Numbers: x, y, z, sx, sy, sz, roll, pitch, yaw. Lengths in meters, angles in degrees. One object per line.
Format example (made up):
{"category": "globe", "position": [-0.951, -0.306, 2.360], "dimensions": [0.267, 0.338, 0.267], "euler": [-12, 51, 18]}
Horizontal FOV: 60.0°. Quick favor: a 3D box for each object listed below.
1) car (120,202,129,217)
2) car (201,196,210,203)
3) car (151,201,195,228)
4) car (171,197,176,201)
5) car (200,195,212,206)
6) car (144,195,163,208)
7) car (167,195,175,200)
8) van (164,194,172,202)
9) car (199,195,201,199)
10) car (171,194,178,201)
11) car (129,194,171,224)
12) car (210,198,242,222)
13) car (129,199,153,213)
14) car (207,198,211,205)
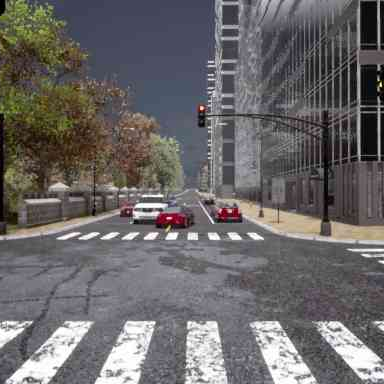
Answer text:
{"category": "car", "position": [-5.622, 1.547, 31.693], "dimensions": [1.887, 1.381, 4.507], "euler": [0, 0, 0]}
{"category": "car", "position": [2.845, 1.506, 71.619], "dimensions": [1.752, 1.417, 4.829], "euler": [0, 0, 0]}
{"category": "car", "position": [-1.022, 1.565, 22.202], "dimensions": [1.994, 1.385, 4.181], "euler": [0, 0, 10]}
{"category": "car", "position": [-3.023, 1.528, 35.631], "dimensions": [1.812, 1.442, 4.674], "euler": [0, 0, 0]}
{"category": "car", "position": [2.807, 1.564, 54.402], "dimensions": [1.947, 1.339, 4.313], "euler": [0, 0, 0]}
{"category": "car", "position": [-5.585, 1.316, 48.742], "dimensions": [2.192, 1.841, 5.009], "euler": [0, 0, 0]}
{"category": "car", "position": [-5.500, 1.531, 88.525], "dimensions": [1.802, 1.307, 4.206], "euler": [0, 0, 0]}
{"category": "van", "position": [-5.523, 1.313, 77.158], "dimensions": [1.690, 1.788, 3.998], "euler": [0, 0, 0]}
{"category": "car", "position": [2.820, 1.434, 60.083], "dimensions": [1.967, 1.590, 4.097], "euler": [0, 0, 0]}
{"category": "car", "position": [-2.992, 1.354, 45.841], "dimensions": [2.097, 1.767, 4.553], "euler": [0, 0, 0]}
{"category": "car", "position": [-3.049, 1.223, 25.477], "dimensions": [2.150, 2.045, 5.566], "euler": [0, 0, 0]}
{"category": "car", "position": [2.747, 1.442, 25.997], "dimensions": [1.967, 1.590, 4.097], "euler": [0, 0, 0]}
{"category": "car", "position": [-5.610, 1.553, 37.376], "dimensions": [2.008, 1.369, 4.403], "euler": [0, 0, 0]}
{"category": "car", "position": [2.758, 1.568, 31.678], "dimensions": [1.947, 1.339, 4.313], "euler": [0, 0, 0]}
